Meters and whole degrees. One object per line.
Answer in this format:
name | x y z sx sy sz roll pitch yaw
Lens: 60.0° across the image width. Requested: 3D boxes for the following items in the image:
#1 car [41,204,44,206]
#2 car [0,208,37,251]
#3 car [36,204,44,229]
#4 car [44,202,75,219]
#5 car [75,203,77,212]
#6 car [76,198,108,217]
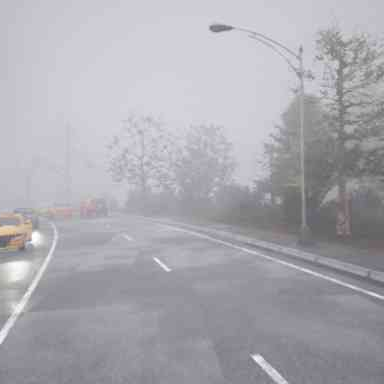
car | -20.753 2.382 46.556 1.882 1.535 5.008 -2 0 -35
car | -8.326 1.717 14.932 1.882 1.535 5.008 -2 0 -21
car | -12.258 1.935 24.442 2.128 1.511 4.902 -2 -1 -25
car | -15.136 2.002 37.788 2.097 1.767 4.553 -2 0 -30
car | -17.177 2.281 47.524 2.128 1.511 4.902 -2 0 -35
car | -11.310 1.749 38.258 2.150 2.045 5.566 -2 0 -29
